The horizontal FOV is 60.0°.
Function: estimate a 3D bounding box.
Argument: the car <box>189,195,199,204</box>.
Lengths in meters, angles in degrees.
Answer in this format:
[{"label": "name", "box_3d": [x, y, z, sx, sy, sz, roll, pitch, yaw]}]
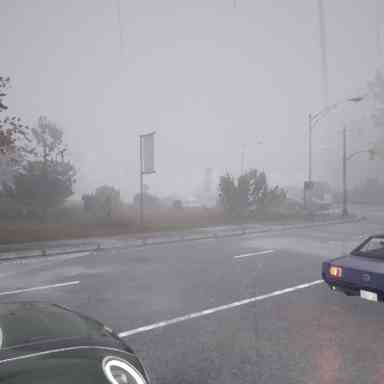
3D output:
[{"label": "car", "box_3d": [-0.728, 1.293, 57.103, 1.812, 1.442, 4.674, -1, 1, -38]}]

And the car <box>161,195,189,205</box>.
[{"label": "car", "box_3d": [-3.182, 1.286, 54.567, 2.128, 1.511, 4.902, -1, 1, -38]}]

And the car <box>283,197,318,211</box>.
[{"label": "car", "box_3d": [10.962, 1.291, 36.856, 1.837, 1.490, 4.892, -1, 0, -39]}]

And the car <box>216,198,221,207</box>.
[{"label": "car", "box_3d": [5.259, 1.142, 43.984, 2.097, 1.767, 4.553, -1, 0, -39]}]

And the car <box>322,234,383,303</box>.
[{"label": "car", "box_3d": [5.010, 1.573, 7.305, 4.718, 1.301, 1.895, 0, 0, -35]}]

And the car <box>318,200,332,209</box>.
[{"label": "car", "box_3d": [13.595, 1.303, 39.167, 2.033, 1.411, 5.357, -1, 0, -39]}]

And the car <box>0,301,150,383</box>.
[{"label": "car", "box_3d": [-2.462, 1.352, 1.967, 4.553, 1.767, 2.097, 0, 0, -36]}]
